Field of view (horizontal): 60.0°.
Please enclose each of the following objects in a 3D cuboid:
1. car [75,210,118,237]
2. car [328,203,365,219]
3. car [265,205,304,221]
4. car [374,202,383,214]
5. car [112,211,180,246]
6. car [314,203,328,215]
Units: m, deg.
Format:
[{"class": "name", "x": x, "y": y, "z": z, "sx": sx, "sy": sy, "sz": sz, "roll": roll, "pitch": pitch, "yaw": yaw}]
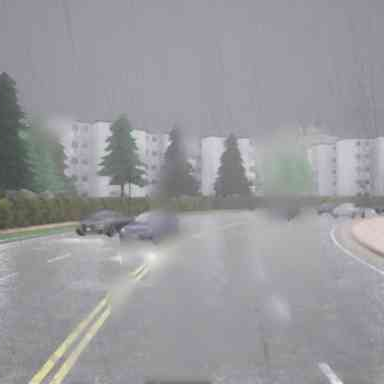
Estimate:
[{"class": "car", "x": -4.822, "y": 1.749, "z": 19.207, "sx": 1.994, "sy": 1.385, "sz": 4.181, "roll": 0, "pitch": 0, "yaw": 17}, {"class": "car", "x": 15.388, "y": 1.833, "z": 32.634, "sx": 1.812, "sy": 1.442, "sz": 4.674, "roll": -1, "pitch": -1, "yaw": 44}, {"class": "car", "x": 8.422, "y": 1.832, "z": 29.976, "sx": 2.033, "sy": 1.411, "sz": 5.357, "roll": 0, "pitch": -1, "yaw": 36}, {"class": "car", "x": 23.432, "y": 1.856, "z": 38.864, "sx": 4.902, "sy": 1.511, "sz": 2.128, "roll": 0, "pitch": -1, "yaw": -29}, {"class": "car", "x": -1.905, "y": 1.686, "z": 16.546, "sx": 1.812, "sy": 1.442, "sz": 4.674, "roll": 0, "pitch": -1, "yaw": 14}, {"class": "car", "x": 16.123, "y": 1.907, "z": 38.098, "sx": 5.357, "sy": 1.411, "sz": 2.033, "roll": 0, "pitch": -1, "yaw": -39}]
